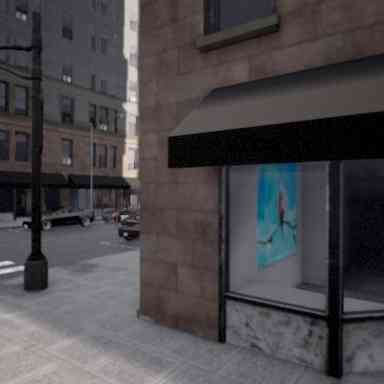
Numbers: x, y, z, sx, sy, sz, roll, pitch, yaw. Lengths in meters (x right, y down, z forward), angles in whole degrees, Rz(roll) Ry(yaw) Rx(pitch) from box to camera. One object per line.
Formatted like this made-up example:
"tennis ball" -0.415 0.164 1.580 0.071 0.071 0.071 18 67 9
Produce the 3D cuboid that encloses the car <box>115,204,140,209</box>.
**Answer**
"car" -3.035 1.488 23.280 2.128 1.511 4.902 0 0 35

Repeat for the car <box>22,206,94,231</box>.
"car" -8.104 1.550 20.510 1.947 1.339 4.313 0 0 35

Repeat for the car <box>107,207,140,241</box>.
"car" -1.553 1.565 15.875 2.008 1.369 4.403 0 0 35

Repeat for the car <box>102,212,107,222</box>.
"car" -4.823 1.569 25.148 1.802 1.307 4.206 0 0 35
